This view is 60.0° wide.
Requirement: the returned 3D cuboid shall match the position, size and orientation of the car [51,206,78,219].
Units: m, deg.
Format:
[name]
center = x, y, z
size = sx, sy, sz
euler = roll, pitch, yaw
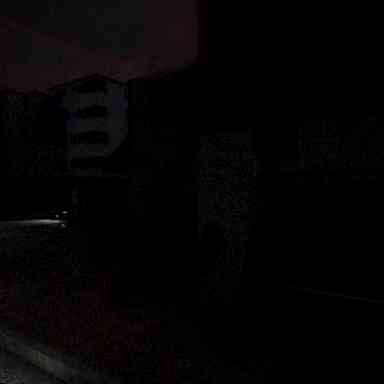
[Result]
[car]
center = -8.355, 1.382, 26.569
size = 2.033, 1.411, 5.357
euler = 0, 0, 36
